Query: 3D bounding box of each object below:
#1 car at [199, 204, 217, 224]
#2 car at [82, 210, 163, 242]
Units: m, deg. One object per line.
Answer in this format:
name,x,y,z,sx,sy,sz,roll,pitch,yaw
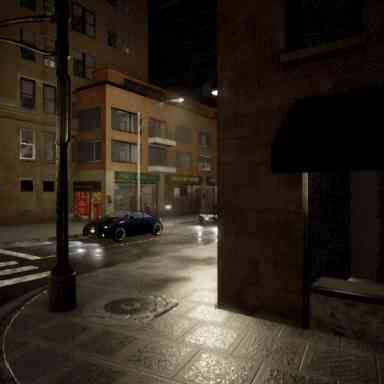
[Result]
car,2.361,1.580,24.711,1.812,1.442,4.674,0,0,35
car,-3.353,1.595,16.704,1.994,1.385,4.181,0,0,35
